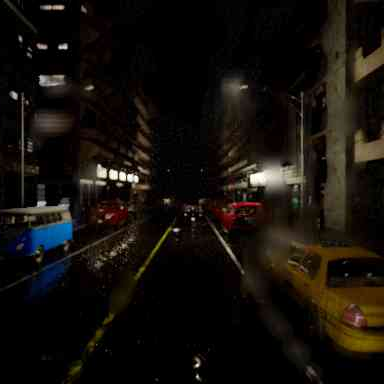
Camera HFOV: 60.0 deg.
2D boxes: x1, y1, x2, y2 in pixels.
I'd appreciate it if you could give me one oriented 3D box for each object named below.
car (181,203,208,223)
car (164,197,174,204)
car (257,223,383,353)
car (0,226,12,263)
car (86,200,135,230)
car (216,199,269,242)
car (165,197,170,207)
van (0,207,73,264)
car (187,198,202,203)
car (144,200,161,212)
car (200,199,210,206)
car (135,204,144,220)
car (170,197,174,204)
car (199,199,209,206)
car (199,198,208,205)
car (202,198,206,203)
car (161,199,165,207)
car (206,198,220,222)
[{"bbox_3d":[0.096,1.861,28.303,1.895,1.301,4.718,0,-1,0],"label":"car"},{"bbox_3d":[-5.716,2.096,84.724,2.192,1.841,5.009,-1,-1,0],"label":"car"},{"bbox_3d":[2.679,1.585,6.439,1.752,1.417,4.829,-1,-1,0],"label":"car"},{"bbox_3d":[-5.668,1.610,6.296,2.008,1.369,4.403,-1,-1,0],"label":"car"},{"bbox_3d":[-5.697,1.528,23.104,2.192,1.841,5.009,-1,-1,0],"label":"car"},{"bbox_3d":[2.674,1.475,17.475,2.192,1.841,5.009,-1,-1,0],"label":"car"},{"bbox_3d":[-5.709,2.124,62.315,2.008,1.369,4.403,-1,-1,0],"label":"car"},{"bbox_3d":[-5.672,1.452,11.900,1.690,1.788,3.998,-1,-1,0],"label":"van"},{"bbox_3d":[0.094,1.912,44.498,1.837,1.490,4.892,0,-1,0],"label":"car"},{"bbox_3d":[-5.707,2.000,45.509,1.802,1.307,4.206,-1,-1,0],"label":"car"},{"bbox_3d":[2.669,2.151,68.059,1.752,1.417,4.829,-1,-1,0],"label":"car"},{"bbox_3d":[-5.712,1.815,28.704,2.008,1.369,4.403,-1,-1,0],"label":"car"},{"bbox_3d":[-5.711,2.227,73.518,2.008,1.369,4.403,-1,-1,0],"label":"car"},{"bbox_3d":[2.669,2.241,73.490,1.947,1.339,4.313,-1,-1,0],"label":"car"},{"bbox_3d":[2.666,2.167,79.093,1.967,1.590,4.097,-1,-1,0],"label":"car"},{"bbox_3d":[2.671,1.681,39.882,2.192,1.841,5.009,-1,-1,0],"label":"car"},{"bbox_3d":[-5.708,2.052,51.110,1.802,1.307,4.206,-1,-1,0],"label":"car"},{"bbox_3d":[2.672,1.578,28.678,2.192,1.841,5.009,-1,-1,0],"label":"car"}]
